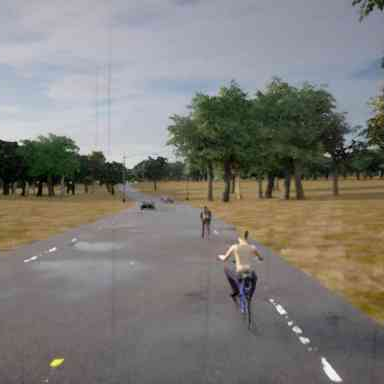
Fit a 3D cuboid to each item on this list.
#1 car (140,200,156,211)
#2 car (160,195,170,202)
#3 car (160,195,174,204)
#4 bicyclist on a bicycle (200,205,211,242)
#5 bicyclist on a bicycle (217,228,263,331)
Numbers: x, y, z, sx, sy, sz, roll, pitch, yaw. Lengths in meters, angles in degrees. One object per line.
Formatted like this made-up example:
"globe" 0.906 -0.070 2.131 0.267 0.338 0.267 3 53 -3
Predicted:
"car" -5.573 1.680 42.473 1.895 1.301 4.718 0 0 -5
"car" -6.439 1.549 78.488 1.882 1.535 5.008 0 0 -9
"car" -4.908 1.688 68.379 1.895 1.301 4.718 0 0 -8
"bicyclist on a bicycle" 0.651 1.460 15.517 0.582 1.620 1.656 0 0 -2
"bicyclist on a bicycle" 0.883 1.436 5.897 0.866 1.612 1.509 0 0 0
